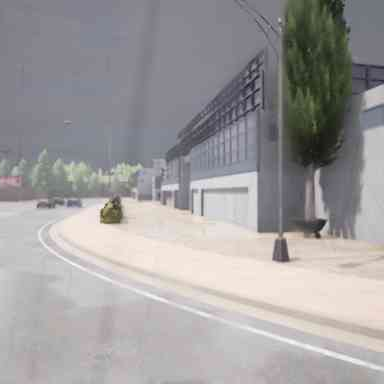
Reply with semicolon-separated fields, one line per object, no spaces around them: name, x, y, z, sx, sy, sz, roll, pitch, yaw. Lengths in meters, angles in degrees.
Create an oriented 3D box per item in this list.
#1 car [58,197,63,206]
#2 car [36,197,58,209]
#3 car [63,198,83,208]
car;-22.871;1.634;56.600;1.837;1.490;4.892;0;0;-12
car;-20.934;1.635;47.661;1.812;1.442;4.674;0;0;-12
car;-18.211;1.594;51.621;1.882;1.535;5.008;0;0;-12
